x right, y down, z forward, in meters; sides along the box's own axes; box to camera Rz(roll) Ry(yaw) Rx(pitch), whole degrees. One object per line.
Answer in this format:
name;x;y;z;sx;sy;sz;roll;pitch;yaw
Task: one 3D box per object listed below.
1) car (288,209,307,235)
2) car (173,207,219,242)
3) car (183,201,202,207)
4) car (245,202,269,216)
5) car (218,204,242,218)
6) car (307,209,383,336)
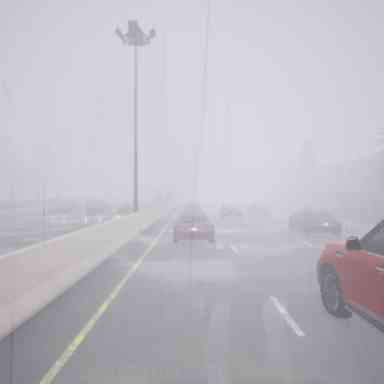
car;7.089;1.694;19.609;1.994;1.385;4.181;0;0;0
car;0.091;1.676;17.069;1.994;1.385;4.181;0;0;0
car;0.083;1.727;35.997;2.128;1.511;4.902;0;0;0
car;7.082;1.803;36.448;1.994;1.385;4.181;0;0;0
car;3.585;1.811;32.142;1.895;1.301;4.718;0;0;0
car;3.598;1.253;4.370;2.150;2.045;5.566;0;0;0
